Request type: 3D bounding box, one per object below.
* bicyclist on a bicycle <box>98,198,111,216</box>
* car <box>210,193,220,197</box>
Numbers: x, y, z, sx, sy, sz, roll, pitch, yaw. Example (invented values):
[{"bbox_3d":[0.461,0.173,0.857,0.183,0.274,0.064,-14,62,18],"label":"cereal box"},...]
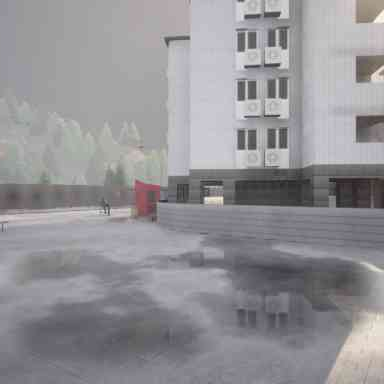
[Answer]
[{"bbox_3d":[-7.837,1.349,29.750,1.656,1.620,0.582,0,0,36],"label":"bicyclist on a bicycle"},{"bbox_3d":[2.840,1.214,51.905,2.150,2.045,5.566,0,-1,35],"label":"car"}]
